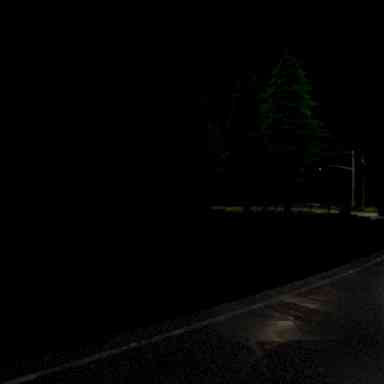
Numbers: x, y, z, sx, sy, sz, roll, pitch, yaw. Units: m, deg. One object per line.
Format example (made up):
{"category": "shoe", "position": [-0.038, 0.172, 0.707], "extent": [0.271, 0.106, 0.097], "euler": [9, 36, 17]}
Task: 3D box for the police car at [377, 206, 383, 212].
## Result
{"category": "police car", "position": [19.509, 1.617, 31.239], "extent": [2.038, 1.542, 4.974], "euler": [0, 0, -4]}
